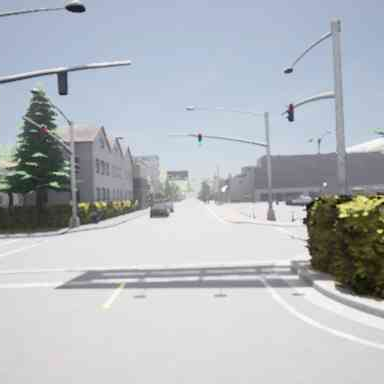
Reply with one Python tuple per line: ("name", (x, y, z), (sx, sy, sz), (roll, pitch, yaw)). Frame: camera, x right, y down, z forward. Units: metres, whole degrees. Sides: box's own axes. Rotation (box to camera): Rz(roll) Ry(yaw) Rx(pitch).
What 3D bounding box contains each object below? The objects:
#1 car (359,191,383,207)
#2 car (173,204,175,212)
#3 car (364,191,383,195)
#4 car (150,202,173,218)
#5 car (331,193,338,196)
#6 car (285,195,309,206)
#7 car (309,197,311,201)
("car", (22.445, 0.806, 40.487), (1.932, 1.855, 4.605), (-2, -1, 0))
("car", (-3.490, 2.120, 46.972), (2.128, 1.511, 4.902), (-2, -1, 0))
("car", (19.158, 0.820, 32.619), (1.905, 1.878, 3.866), (-2, -1, 0))
("car", (-3.529, 1.983, 36.837), (1.882, 1.535, 5.008), (-2, -1, 0))
("car", (25.588, 0.950, 57.869), (2.152, 1.636, 5.027), (-2, -1, 0))
("car", (15.519, 1.404, 50.493), (2.007, 1.523, 4.514), (-2, -1, 0))
("car", (19.179, 1.279, 57.543), (1.970, 1.475, 3.806), (-2, -1, 0))
